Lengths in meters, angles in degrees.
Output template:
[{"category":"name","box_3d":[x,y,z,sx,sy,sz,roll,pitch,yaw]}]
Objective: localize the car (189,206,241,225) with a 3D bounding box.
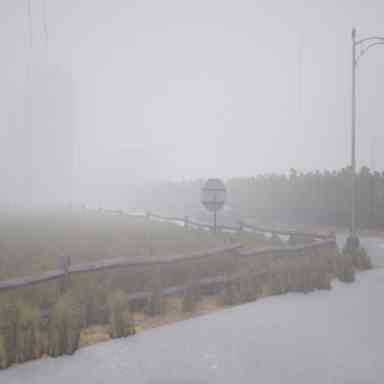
[{"category":"car","box_3d":[1.704,1.782,25.849,1.837,1.490,4.892,1,-1,-35]}]

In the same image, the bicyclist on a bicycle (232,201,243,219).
[{"category":"bicyclist on a bicycle","box_3d":[3.750,1.625,28.535,1.656,1.620,0.582,0,0,-36]}]
